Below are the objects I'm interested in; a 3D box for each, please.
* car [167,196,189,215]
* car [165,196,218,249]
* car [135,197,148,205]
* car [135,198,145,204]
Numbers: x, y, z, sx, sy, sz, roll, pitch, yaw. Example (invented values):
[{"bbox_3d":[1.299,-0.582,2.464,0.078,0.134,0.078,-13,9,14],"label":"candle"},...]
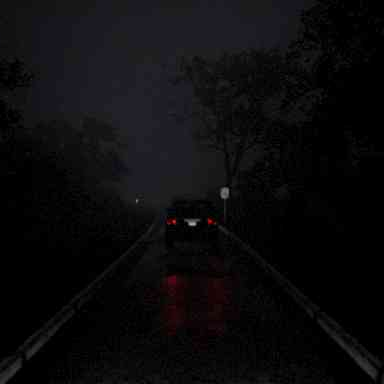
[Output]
[{"bbox_3d":[-1.745,1.490,39.497,2.150,2.045,5.566,0,0,-6],"label":"car"},{"bbox_3d":[-0.059,1.326,15.328,2.150,2.045,5.566,0,0,-1],"label":"car"},{"bbox_3d":[-10.174,1.797,68.758,2.128,1.511,4.902,0,0,-15],"label":"car"},{"bbox_3d":[-11.956,1.961,75.970,1.895,1.301,4.718,0,0,-15],"label":"car"}]
